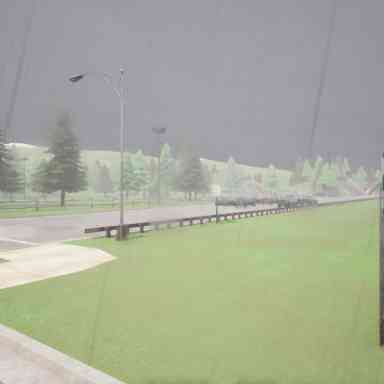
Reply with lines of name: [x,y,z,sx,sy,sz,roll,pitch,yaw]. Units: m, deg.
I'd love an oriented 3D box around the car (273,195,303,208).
car: [13.294,1.505,45.782,1.837,1.490,4.892,0,0,35]

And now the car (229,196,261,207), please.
car: [8.063,1.491,50.505,2.128,1.511,4.902,0,0,35]

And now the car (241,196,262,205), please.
car: [11.028,1.478,60.941,1.882,1.535,5.008,0,0,35]

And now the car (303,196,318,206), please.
car: [19.157,1.505,54.243,1.837,1.490,4.892,0,0,35]

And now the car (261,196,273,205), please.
car: [13.896,1.491,58.935,2.128,1.511,4.902,0,0,35]

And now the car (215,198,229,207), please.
car: [5.366,1.564,52.742,1.994,1.385,4.181,0,0,35]

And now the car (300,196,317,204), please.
car: [23.076,1.526,65.773,1.812,1.442,4.674,0,0,35]

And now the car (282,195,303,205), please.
car: [17.579,1.352,57.921,2.097,1.767,4.553,0,0,35]
